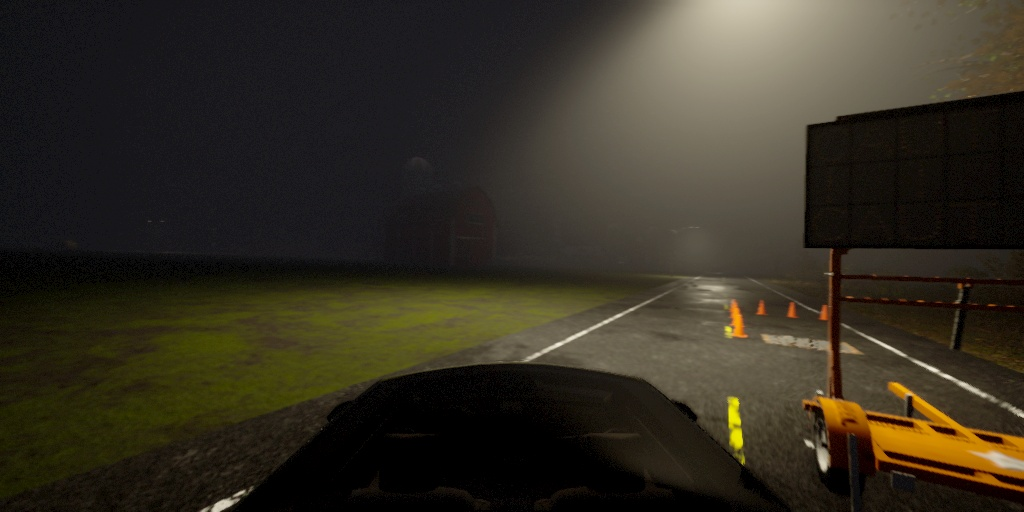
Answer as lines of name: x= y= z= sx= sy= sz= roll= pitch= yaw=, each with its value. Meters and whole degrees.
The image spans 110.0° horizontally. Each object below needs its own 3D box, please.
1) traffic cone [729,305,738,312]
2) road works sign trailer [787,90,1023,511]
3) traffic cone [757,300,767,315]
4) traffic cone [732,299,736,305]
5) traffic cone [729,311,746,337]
traffic cone: x=7.440 y=2.014 z=11.884 sx=0.340 sy=0.580 sz=0.340 roll=0 pitch=0 yaw=30
road works sign trailer: x=4.184 y=0.343 z=3.394 sx=2.380 sy=3.560 sz=2.880 roll=0 pitch=0 yaw=30
traffic cone: x=10.330 y=2.123 z=14.822 sx=0.340 sy=0.580 sz=0.340 roll=0 pitch=0 yaw=30
traffic cone: x=8.454 y=2.060 z=13.607 sx=0.340 sy=0.580 sz=0.340 roll=0 pitch=0 yaw=30
traffic cone: x=6.426 y=1.969 z=10.160 sx=0.340 sy=0.580 sz=0.340 roll=0 pitch=0 yaw=30
